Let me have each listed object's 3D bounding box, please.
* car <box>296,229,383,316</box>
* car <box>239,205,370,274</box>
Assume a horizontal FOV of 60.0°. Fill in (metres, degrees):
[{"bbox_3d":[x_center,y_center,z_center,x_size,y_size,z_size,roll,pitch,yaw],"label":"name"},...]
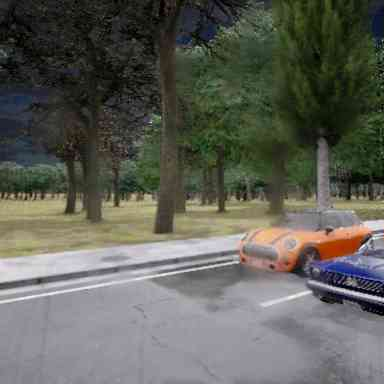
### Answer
[{"bbox_3d":[4.484,1.583,6.886,4.718,1.301,1.895,0,0,-35],"label":"car"},{"bbox_3d":[3.575,1.332,10.228,4.553,1.767,2.097,0,0,-35],"label":"car"}]
